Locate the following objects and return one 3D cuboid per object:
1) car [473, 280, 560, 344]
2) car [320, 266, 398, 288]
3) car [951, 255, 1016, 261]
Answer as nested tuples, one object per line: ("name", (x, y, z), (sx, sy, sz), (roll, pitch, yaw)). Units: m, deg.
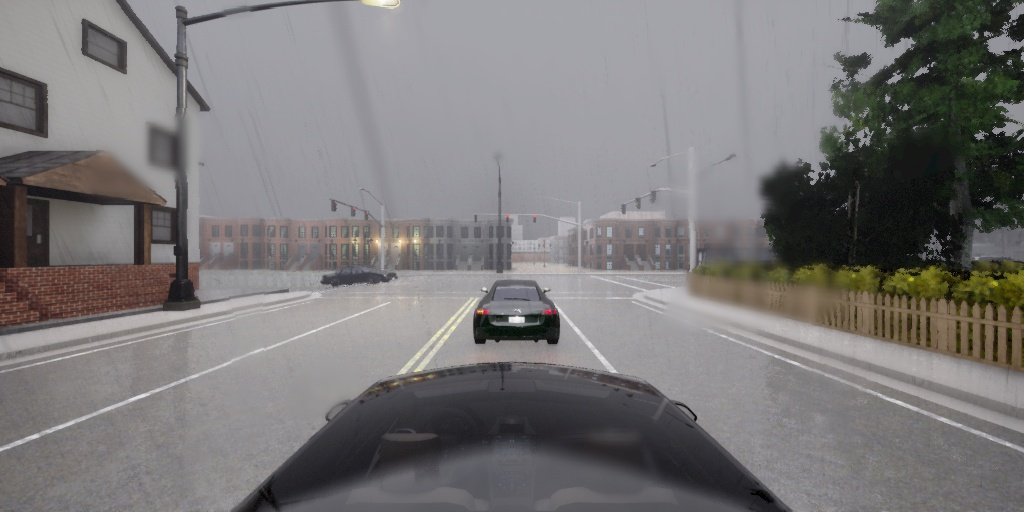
("car", (0.101, 1.314, 9.569), (1.994, 1.385, 4.181), (0, 0, 0))
("car", (-11.189, 1.449, 26.284), (5.357, 1.411, 2.033), (-5, 0, 10))
("car", (36.135, 0.971, 27.080), (5.566, 2.045, 2.150), (0, 0, 0))
